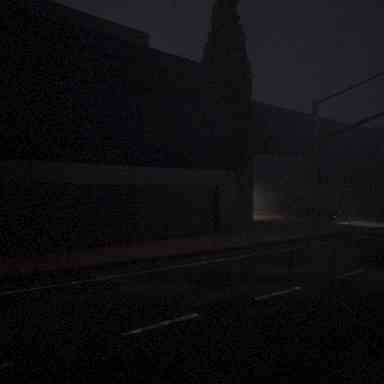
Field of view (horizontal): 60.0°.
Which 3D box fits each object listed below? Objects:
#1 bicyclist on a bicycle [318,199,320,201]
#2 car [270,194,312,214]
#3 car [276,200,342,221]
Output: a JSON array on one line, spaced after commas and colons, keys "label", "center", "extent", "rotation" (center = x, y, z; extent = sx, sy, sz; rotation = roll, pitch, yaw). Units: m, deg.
[{"label": "bicyclist on a bicycle", "center": [16.214, 1.303, 43.252], "extent": [1.656, 1.620, 0.582], "rotation": [0, 0, -37]}, {"label": "car", "center": [10.172, 1.224, 32.156], "extent": [2.150, 2.045, 5.566], "rotation": [0, 0, -37]}, {"label": "car", "center": [9.586, 1.601, 27.086], "extent": [1.895, 1.301, 4.718], "rotation": [0, 0, -37]}]
